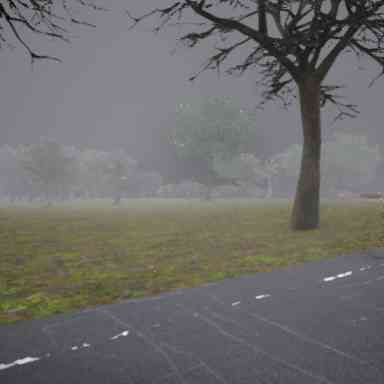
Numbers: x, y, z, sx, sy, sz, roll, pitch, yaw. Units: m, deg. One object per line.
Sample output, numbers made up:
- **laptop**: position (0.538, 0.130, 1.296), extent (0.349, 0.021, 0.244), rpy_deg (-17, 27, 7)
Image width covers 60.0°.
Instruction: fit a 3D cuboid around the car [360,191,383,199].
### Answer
- **car**: position (34.168, 0.630, 62.161), extent (1.882, 1.535, 5.008), rpy_deg (2, -2, -35)
